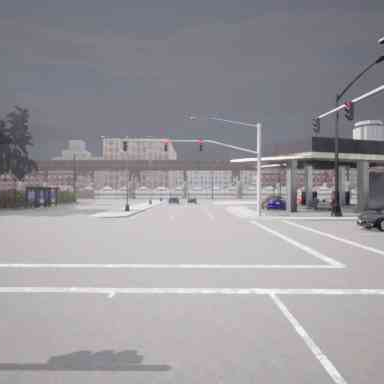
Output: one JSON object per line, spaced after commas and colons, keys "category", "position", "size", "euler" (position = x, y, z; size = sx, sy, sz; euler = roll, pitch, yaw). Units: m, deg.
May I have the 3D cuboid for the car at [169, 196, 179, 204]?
{"category": "car", "position": [-3.490, 1.478, 64.424], "size": [1.882, 1.535, 5.008], "euler": [0, 0, 0]}

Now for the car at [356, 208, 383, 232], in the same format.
{"category": "car", "position": [12.294, 1.505, 19.583], "size": [4.892, 1.490, 1.837], "euler": [0, 0, -1]}

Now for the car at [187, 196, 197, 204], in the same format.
{"category": "car", "position": [0.010, 1.547, 64.423], "size": [2.033, 1.411, 5.357], "euler": [0, 0, 0]}

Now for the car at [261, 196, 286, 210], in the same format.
{"category": "car", "position": [9.716, 1.295, 39.746], "size": [2.242, 1.667, 4.611], "euler": [0, 0, 0]}

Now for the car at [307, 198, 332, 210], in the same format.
{"category": "car", "position": [15.461, 1.456, 40.508], "size": [1.970, 1.475, 3.806], "euler": [0, 0, 0]}
